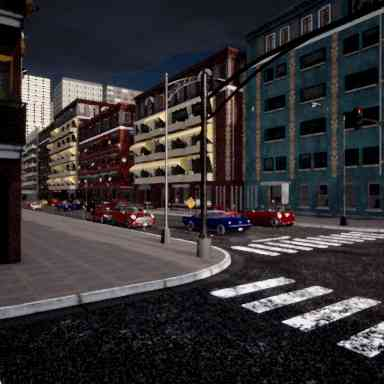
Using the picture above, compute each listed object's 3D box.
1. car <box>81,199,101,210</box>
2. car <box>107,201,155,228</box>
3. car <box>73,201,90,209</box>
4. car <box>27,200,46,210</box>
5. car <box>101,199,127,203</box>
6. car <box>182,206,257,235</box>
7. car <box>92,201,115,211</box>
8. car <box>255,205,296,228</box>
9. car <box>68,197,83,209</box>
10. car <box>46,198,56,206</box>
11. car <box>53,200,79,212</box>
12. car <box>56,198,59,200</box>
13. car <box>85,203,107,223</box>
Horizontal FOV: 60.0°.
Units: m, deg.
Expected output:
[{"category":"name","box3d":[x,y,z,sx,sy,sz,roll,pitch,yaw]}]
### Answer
[{"category":"car","box3d":[-13.716,2.065,47.007,1.837,1.490,4.892,0,-1,-34]},{"category":"car","box3d":[-4.300,1.694,24.104,1.967,1.590,4.097,-1,0,-35]},{"category":"car","box3d":[-20.055,2.325,60.491,1.802,1.307,4.206,-1,0,-35]},{"category":"car","box3d":[-26.509,2.170,55.969,1.967,1.590,4.097,-1,0,-35]},{"category":"car","box3d":[-10.541,1.855,46.836,2.192,1.841,5.009,-1,0,-35]},{"category":"car","box3d":[1.412,1.779,20.251,1.895,1.301,4.718,0,-1,-35]},{"category":"car","box3d":[-13.709,2.159,51.387,2.008,1.369,4.403,-1,0,-35]},{"category":"car","box3d":[5.332,1.639,24.081,1.967,1.590,4.097,-1,0,-35]},{"category":"car","box3d":[-19.643,1.907,55.431,2.150,2.045,5.566,0,-1,-35]},{"category":"car","box3d":[-32.749,2.327,78.700,2.192,1.841,5.009,-1,0,-35]},{"category":"car","box3d":[-18.688,2.213,49.241,1.895,1.301,4.718,0,-1,-35]},{"category":"car","box3d":[-26.400,2.429,69.595,2.008,1.369,4.403,-1,0,-35]},{"category":"car","box3d":[-7.471,1.904,28.656,1.802,1.307,4.206,-1,0,-35]}]
